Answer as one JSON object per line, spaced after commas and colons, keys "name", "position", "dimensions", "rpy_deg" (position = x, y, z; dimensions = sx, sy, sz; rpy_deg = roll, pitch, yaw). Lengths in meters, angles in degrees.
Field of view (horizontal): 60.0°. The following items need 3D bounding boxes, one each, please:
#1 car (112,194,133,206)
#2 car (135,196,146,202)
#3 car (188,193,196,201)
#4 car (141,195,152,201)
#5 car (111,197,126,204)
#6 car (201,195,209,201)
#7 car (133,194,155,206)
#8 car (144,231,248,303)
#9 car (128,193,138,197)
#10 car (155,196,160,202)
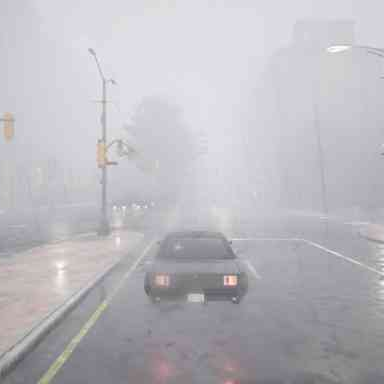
{"name": "car", "position": [-11.580, 1.525, 55.103], "dimensions": [1.812, 1.442, 4.674], "rpy_deg": [0, 0, 0]}
{"name": "car", "position": [-11.489, 1.552, 74.399], "dimensions": [1.994, 1.385, 4.181], "rpy_deg": [0, 0, 0]}
{"name": "car", "position": [0.013, 1.540, 85.794], "dimensions": [2.033, 1.411, 5.357], "rpy_deg": [0, 0, 0]}
{"name": "car", "position": [-11.487, 1.525, 84.632], "dimensions": [2.128, 1.511, 4.902], "rpy_deg": [0, 0, 0]}
{"name": "car", "position": [-14.740, 1.595, 66.810], "dimensions": [1.895, 1.301, 4.718], "rpy_deg": [0, 0, 0]}
{"name": "car", "position": [3.513, 1.595, 86.971], "dimensions": [1.895, 1.301, 4.718], "rpy_deg": [0, 0, 0]}
{"name": "car", "position": [-8.080, 1.547, 56.501], "dimensions": [2.033, 1.411, 5.357], "rpy_deg": [0, 0, 0]}
{"name": "car", "position": [0.076, 1.601, 8.154], "dimensions": [1.895, 1.301, 4.718], "rpy_deg": [0, 0, 0]}
{"name": "car", "position": [-11.528, 1.221, 64.515], "dimensions": [2.150, 2.045, 5.566], "rpy_deg": [0, 0, 1]}
{"name": "car", "position": [-8.020, 1.564, 65.737], "dimensions": [1.994, 1.385, 4.181], "rpy_deg": [0, 0, 1]}
